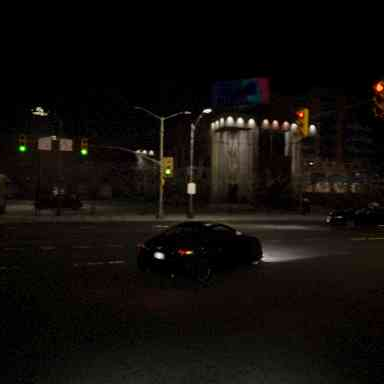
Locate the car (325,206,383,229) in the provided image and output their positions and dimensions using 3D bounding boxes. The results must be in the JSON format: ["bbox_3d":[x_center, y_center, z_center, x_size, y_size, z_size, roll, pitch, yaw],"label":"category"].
[{"bbox_3d":[11.619,1.694,22.681,4.902,1.511,2.128,1,0,-6],"label":"car"}]

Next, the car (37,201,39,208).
[{"bbox_3d":[-13.786,0.942,34.892,4.553,1.767,2.185,1,0,-18],"label":"car"}]

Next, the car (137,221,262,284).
[{"bbox_3d":[0.418,1.561,9.775,1.994,1.385,4.181,1,0,38],"label":"car"}]
